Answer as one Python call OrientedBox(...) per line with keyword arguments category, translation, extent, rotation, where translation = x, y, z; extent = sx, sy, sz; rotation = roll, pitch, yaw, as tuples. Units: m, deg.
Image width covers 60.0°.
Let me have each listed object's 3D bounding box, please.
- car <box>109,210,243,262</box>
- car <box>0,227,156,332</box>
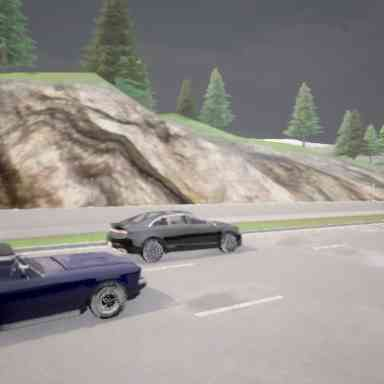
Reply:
OrientedBox(category="car", translation=(-0.455, 1.383, 11.476), extent=(4.902, 1.511, 2.128), rotation=(0, 1, -31))
OrientedBox(category="car", translation=(-3.181, 1.530, 5.537), extent=(4.718, 1.301, 1.895), rotation=(0, 1, -35))
